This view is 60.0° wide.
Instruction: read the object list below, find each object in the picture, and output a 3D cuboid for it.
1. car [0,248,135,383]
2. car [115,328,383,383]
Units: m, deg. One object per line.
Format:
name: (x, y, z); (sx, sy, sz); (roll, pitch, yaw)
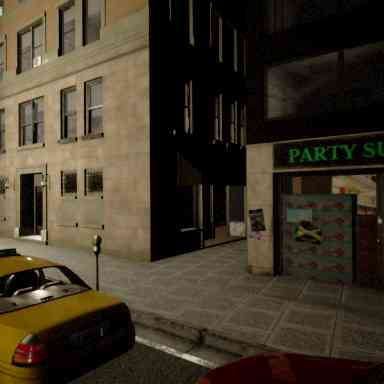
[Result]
car: (-2.987, 1.526, 4.992); (4.829, 1.417, 1.752); (0, -1, 36)
car: (1.767, 1.582, 1.594); (4.206, 1.307, 1.802); (0, -1, 36)
